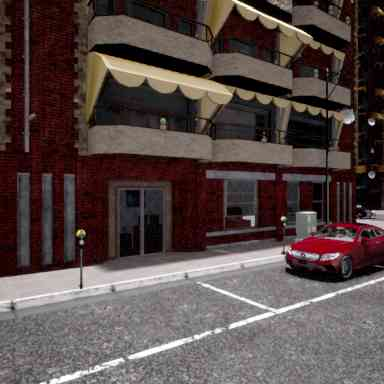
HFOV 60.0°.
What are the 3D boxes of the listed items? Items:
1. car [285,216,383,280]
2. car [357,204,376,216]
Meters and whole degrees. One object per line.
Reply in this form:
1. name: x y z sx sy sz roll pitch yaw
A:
1. car: 4.594 1.582 9.888 4.206 1.307 1.802 0 0 -35
2. car: 15.537 1.806 32.935 2.128 1.511 4.902 0 -1 -36
